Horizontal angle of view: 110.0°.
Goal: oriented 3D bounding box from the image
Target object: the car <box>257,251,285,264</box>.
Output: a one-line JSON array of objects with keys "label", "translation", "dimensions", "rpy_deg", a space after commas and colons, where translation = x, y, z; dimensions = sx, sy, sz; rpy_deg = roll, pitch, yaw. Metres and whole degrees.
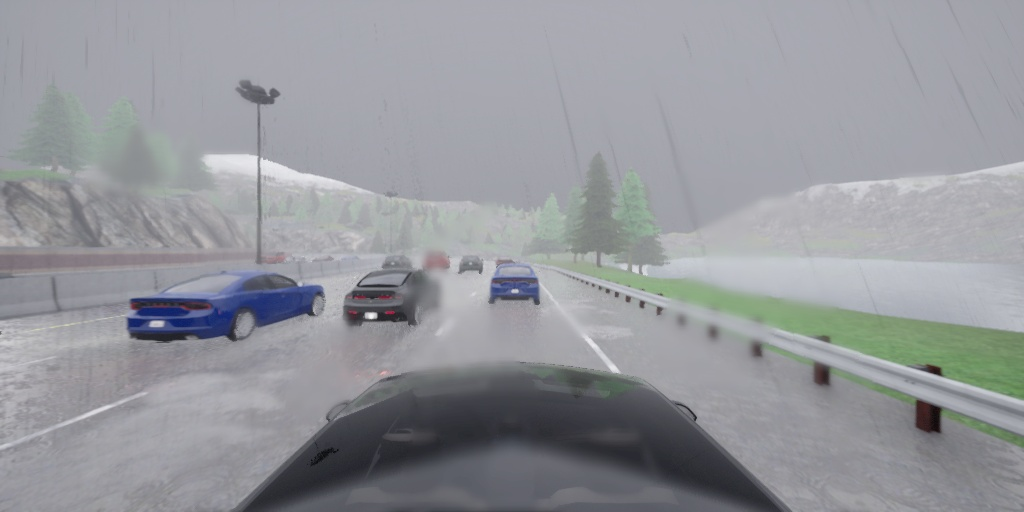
[{"label": "car", "translation": [-34.749, 0.338, 52.109], "dimensions": [2.150, 2.045, 5.566], "rpy_deg": [0, 1, -12]}]

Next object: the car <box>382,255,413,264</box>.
[{"label": "car", "translation": [-10.869, 0.690, 34.362], "dimensions": [2.097, 1.767, 4.553], "rpy_deg": [0, 1, -4]}]

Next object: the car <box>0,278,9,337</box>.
[{"label": "car", "translation": [-10.407, 1.239, 4.634], "dimensions": [1.812, 1.442, 4.674], "rpy_deg": [0, 1, 0]}]

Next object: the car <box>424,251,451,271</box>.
[{"label": "car", "translation": [-7.416, 0.543, 35.889], "dimensions": [2.150, 2.045, 5.566], "rpy_deg": [0, 1, -5]}]

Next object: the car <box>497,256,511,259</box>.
[{"label": "car", "translation": [-0.980, 0.723, 41.777], "dimensions": [1.882, 1.535, 5.008], "rpy_deg": [0, 1, -6]}]

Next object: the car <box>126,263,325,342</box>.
[{"label": "car", "translation": [-6.895, 1.130, 9.438], "dimensions": [1.882, 1.535, 5.008], "rpy_deg": [0, 1, 0]}]

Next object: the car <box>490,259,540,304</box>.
[{"label": "car", "translation": [0.110, 1.057, 15.227], "dimensions": [1.882, 1.535, 5.008], "rpy_deg": [0, 1, 0]}]

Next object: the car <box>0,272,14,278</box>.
[{"label": "car", "translation": [-21.100, 1.105, 12.506], "dimensions": [2.128, 1.511, 4.902], "rpy_deg": [0, 1, 0]}]

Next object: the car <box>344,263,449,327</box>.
[{"label": "car", "translation": [-3.394, 1.139, 11.058], "dimensions": [1.837, 1.490, 4.892], "rpy_deg": [0, 1, 0]}]

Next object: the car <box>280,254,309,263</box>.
[{"label": "car", "translation": [-31.117, 0.720, 51.853], "dimensions": [1.895, 1.301, 4.718], "rpy_deg": [0, 1, -11]}]

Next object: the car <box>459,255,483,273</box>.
[{"label": "car", "translation": [-3.865, 0.690, 34.355], "dimensions": [2.097, 1.767, 4.553], "rpy_deg": [0, 1, -4]}]

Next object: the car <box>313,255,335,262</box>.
[{"label": "car", "translation": [-27.860, 0.579, 53.259], "dimensions": [1.882, 1.535, 5.008], "rpy_deg": [0, 1, -12]}]

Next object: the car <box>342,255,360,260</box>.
[{"label": "car", "translation": [-24.721, 0.554, 55.163], "dimensions": [1.882, 1.535, 5.008], "rpy_deg": [0, 1, -12]}]
